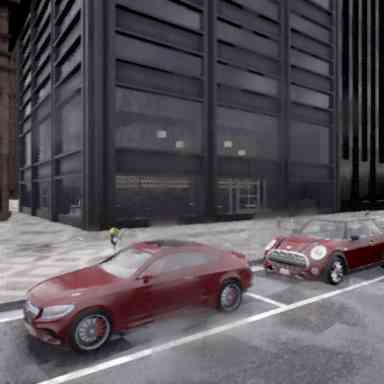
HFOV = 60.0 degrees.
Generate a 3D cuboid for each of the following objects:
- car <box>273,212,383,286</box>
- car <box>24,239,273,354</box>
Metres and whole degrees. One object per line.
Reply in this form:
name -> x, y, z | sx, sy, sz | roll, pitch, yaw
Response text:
car -> 3.893, 1.419, 9.313 | 4.097, 1.590, 1.967 | 0, 0, -36
car -> -0.697, 1.575, 6.037 | 4.206, 1.307, 1.802 | 0, 0, -36
